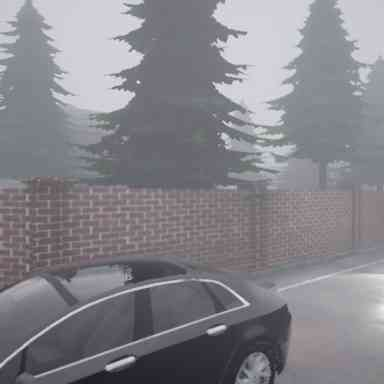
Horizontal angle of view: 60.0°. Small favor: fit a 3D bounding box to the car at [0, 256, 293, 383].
[{"bbox_3d":[-1.026,1.506,3.231,4.892,1.490,1.837,0,0,-37],"label":"car"}]
